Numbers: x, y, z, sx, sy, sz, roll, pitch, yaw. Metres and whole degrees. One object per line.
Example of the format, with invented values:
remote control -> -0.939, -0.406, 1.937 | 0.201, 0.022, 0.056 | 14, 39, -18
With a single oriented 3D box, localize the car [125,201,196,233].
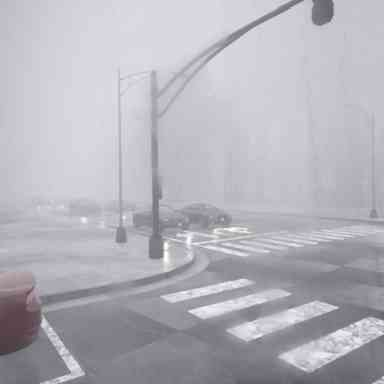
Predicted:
car -> -1.990, 1.462, 19.807 | 1.812, 1.442, 4.674 | -1, 1, -35

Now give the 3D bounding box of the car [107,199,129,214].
car -> -6.847, 1.347, 32.203 | 1.994, 1.385, 4.181 | -1, 1, -36

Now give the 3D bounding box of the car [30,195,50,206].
car -> -21.861, 1.207, 47.796 | 2.033, 1.411, 5.357 | -1, 1, -35

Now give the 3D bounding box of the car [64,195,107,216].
car -> -10.016, 1.302, 31.047 | 1.882, 1.535, 5.008 | -1, 1, -35

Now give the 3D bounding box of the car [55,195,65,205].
car -> -19.181, 1.141, 49.632 | 1.812, 1.442, 4.674 | -1, 1, -35

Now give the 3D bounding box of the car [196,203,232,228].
car -> 0.676, 1.453, 21.665 | 1.994, 1.385, 4.181 | -1, 1, -36

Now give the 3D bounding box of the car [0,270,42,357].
car -> -4.144, 1.545, 3.702 | 4.507, 1.381, 1.887 | 0, -1, -36
